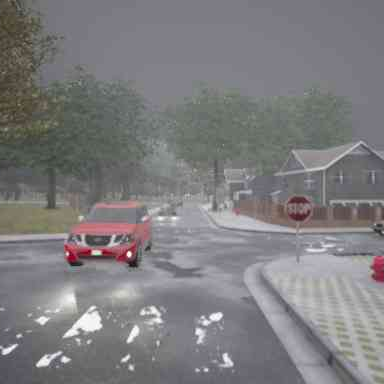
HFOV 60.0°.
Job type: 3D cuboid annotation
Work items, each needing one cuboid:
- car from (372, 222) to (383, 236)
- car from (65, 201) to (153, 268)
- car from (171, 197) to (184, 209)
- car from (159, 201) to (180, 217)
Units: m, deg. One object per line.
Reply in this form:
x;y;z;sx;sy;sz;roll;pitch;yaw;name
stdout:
13.165;2.043;19.546;4.718;1.301;1.895;1;0;-11;car
-2.734;1.396;12.301;2.150;2.045;5.566;1;0;0;car
-2.736;1.955;62.839;2.150;2.045;5.566;0;-1;0;car
-2.740;2.059;38.621;1.812;1.442;4.674;0;-1;0;car
